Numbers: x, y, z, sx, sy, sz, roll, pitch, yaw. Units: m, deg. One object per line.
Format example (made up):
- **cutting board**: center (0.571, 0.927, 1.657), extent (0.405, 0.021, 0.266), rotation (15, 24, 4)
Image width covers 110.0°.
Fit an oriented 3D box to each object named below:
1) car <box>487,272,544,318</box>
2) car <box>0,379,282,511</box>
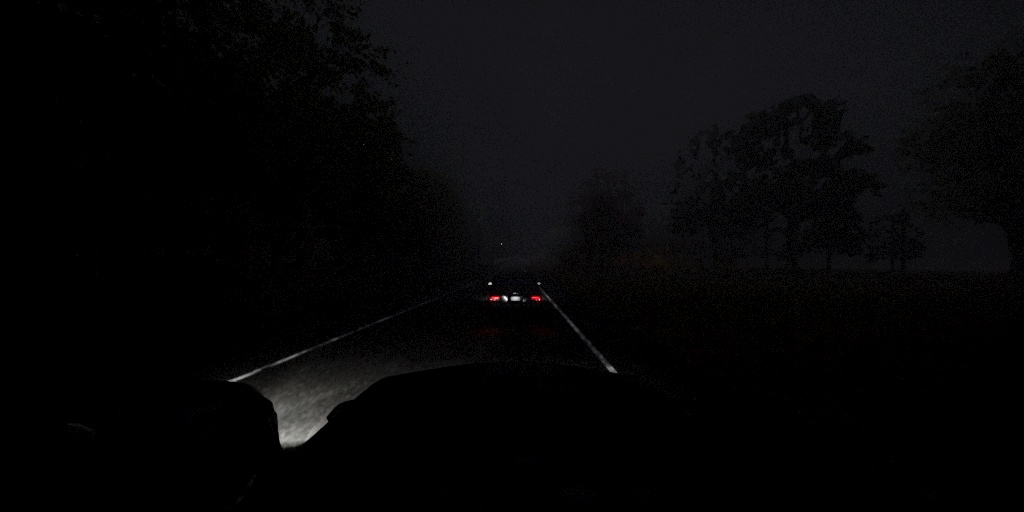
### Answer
- **car**: center (0.099, 1.298, 13.022), extent (2.033, 1.411, 5.357), rotation (0, 0, 0)
- **car**: center (-3.122, 1.314, 1.535), extent (1.994, 1.385, 4.181), rotation (0, 0, 2)
